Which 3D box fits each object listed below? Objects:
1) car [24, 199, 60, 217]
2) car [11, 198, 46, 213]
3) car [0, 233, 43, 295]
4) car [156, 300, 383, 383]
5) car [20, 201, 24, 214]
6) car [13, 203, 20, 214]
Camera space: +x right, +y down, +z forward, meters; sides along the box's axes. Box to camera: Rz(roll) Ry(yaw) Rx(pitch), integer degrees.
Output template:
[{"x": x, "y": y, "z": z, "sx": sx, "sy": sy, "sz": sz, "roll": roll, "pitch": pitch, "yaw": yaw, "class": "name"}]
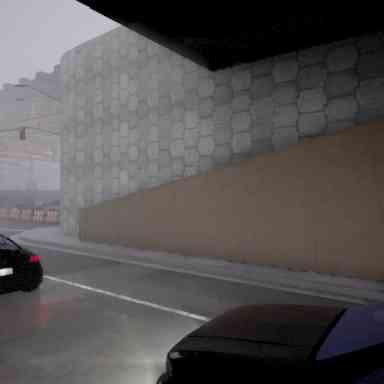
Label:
[{"x": -12.025, "y": 1.290, "z": 29.614, "sx": 4.536, "sy": 1.218, "sz": 1.853, "roll": 0, "pitch": 0, "yaw": 1, "class": "car"}, {"x": -15.774, "y": 1.289, "z": 32.428, "sx": 1.853, "sy": 1.218, "sz": 4.536, "roll": 0, "pitch": 0, "yaw": -9, "class": "car"}, {"x": -5.361, "y": 1.562, "z": 7.786, "sx": 4.181, "sy": 1.385, "sz": 1.994, "roll": 0, "pitch": 0, "yaw": 36, "class": "car"}, {"x": 2.278, "y": 1.548, "z": 2.364, "sx": 5.357, "sy": 1.411, "sz": 2.033, "roll": 0, "pitch": 0, "yaw": 36, "class": "car"}, {"x": -12.077, "y": 1.447, "z": 29.615, "sx": 4.974, "sy": 1.542, "sz": 2.038, "roll": 0, "pitch": 0, "yaw": 1, "class": "car"}, {"x": -15.766, "y": 1.446, "z": 32.377, "sx": 2.038, "sy": 1.542, "sz": 4.974, "roll": 0, "pitch": 0, "yaw": -9, "class": "car"}]
